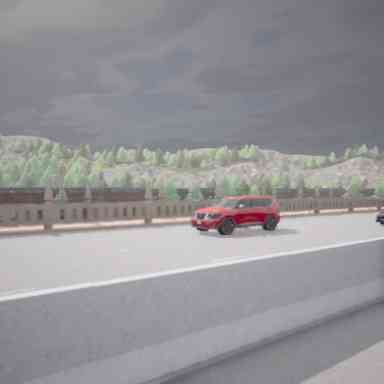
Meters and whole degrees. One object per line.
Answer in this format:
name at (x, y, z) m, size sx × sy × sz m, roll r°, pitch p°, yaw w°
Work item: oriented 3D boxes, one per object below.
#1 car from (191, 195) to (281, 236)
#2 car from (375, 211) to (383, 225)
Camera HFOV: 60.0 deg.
car at (2.621, 1.223, 18.763) m, size 5.566 × 2.045 × 2.150 m, roll 0°, pitch 0°, yaw -36°
car at (15.012, 1.549, 23.305) m, size 5.357 × 1.411 × 2.033 m, roll 0°, pitch 0°, yaw -35°
